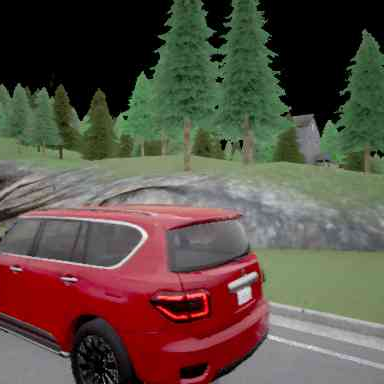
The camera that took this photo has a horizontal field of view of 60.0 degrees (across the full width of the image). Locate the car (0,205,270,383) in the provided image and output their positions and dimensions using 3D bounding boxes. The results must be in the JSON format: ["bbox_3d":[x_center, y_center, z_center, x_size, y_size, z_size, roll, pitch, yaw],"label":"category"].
[{"bbox_3d":[-1.609,1.219,5.141,5.566,2.045,2.150,0,0,36],"label":"car"}]
